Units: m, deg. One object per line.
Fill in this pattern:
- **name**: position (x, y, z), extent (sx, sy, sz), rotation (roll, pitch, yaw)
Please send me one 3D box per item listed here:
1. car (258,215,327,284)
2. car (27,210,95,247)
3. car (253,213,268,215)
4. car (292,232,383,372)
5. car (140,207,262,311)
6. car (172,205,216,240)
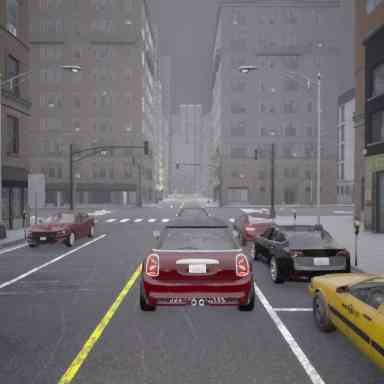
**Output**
- **car**: position (2.850, 1.562, 9.401), extent (1.947, 1.339, 4.313), rotation (-1, 0, 0)
- **car**: position (-5.705, 1.539, 14.969), extent (1.887, 1.381, 4.507), rotation (-1, 0, 0)
- **car**: position (2.841, 1.576, 14.987), extent (1.802, 1.307, 4.206), rotation (-1, 0, 0)
- **car**: position (2.859, 1.524, 3.985), extent (1.752, 1.417, 4.829), rotation (-1, 0, 0)
- **car**: position (0.087, 1.349, 7.905), extent (2.097, 1.767, 4.553), rotation (0, 0, 0)
- **car**: position (0.066, 1.541, 18.144), extent (2.033, 1.411, 5.357), rotation (0, 0, 0)
